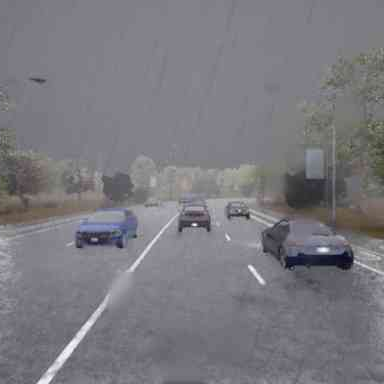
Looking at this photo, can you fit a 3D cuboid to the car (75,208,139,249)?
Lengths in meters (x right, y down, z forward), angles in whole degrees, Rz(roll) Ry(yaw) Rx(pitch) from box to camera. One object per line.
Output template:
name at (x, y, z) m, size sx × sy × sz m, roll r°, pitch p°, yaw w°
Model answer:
car at (-3.569, 1.477, 14.741) m, size 1.882 × 1.535 × 5.008 m, roll 0°, pitch 0°, yaw 0°

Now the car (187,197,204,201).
car at (0.825, 1.564, 38.266) m, size 1.994 × 1.385 × 4.181 m, roll 0°, pitch 0°, yaw 4°

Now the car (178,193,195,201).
car at (-0.815, 1.219, 56.723) m, size 2.150 × 2.045 × 5.566 m, roll 0°, pitch 0°, yaw 10°

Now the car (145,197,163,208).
car at (-5.500, 1.499, 48.208) m, size 1.837 × 1.490 × 4.892 m, roll 0°, pitch 0°, yaw 7°

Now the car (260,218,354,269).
car at (3.607, 1.564, 11.141) m, size 1.994 × 1.385 × 4.181 m, roll 0°, pitch 0°, yaw 0°

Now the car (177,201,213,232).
car at (0.169, 1.505, 20.222) m, size 1.837 × 1.490 × 4.892 m, roll 0°, pitch 0°, yaw 1°

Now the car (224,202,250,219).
car at (3.841, 1.548, 28.697) m, size 2.033 × 1.411 × 5.357 m, roll 0°, pitch 0°, yaw 2°
